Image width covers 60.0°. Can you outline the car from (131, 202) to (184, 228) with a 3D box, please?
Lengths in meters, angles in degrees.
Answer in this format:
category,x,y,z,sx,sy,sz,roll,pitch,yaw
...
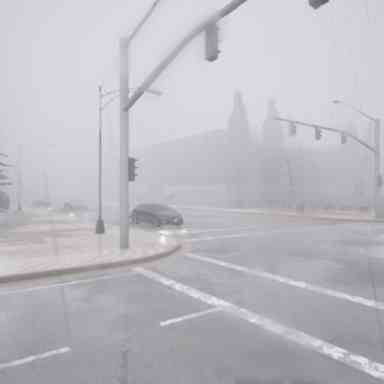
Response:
category,x,y,z,sx,sy,sz,roll,pitch,yaw
car,-2.407,1.496,22.288,1.837,1.490,4.892,0,1,-36

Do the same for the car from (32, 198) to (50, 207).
category,x,y,z,sx,sy,sz,roll,pitch,yaw
car,-23.663,1.661,52.164,1.895,1.301,4.718,0,0,-36

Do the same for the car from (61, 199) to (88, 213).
category,x,y,z,sx,sy,sz,roll,pitch,yaw
car,-13.132,1.519,37.303,1.812,1.442,4.674,0,0,-36
